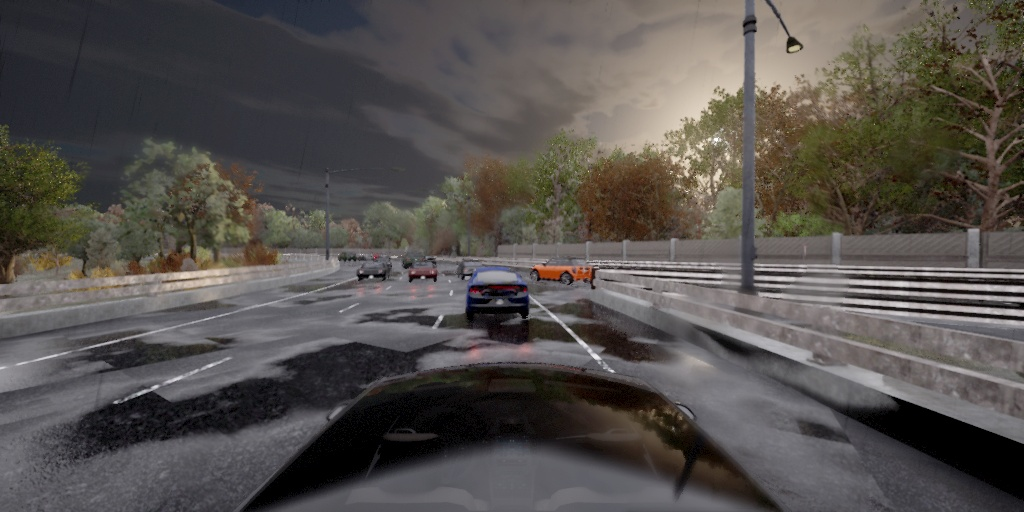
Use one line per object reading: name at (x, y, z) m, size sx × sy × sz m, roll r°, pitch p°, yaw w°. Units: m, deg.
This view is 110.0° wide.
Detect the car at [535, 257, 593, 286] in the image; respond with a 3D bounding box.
car at (3.169, 0.870, 23.361) m, size 2.097 × 1.767 × 4.553 m, roll 0°, pitch 1°, yaw -34°

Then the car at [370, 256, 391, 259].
car at (-15.500, 0.933, 42.655) m, size 1.895 × 1.301 × 4.718 m, roll 0°, pitch 1°, yaw -23°

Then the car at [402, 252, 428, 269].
car at (-11.948, 0.547, 43.242) m, size 2.150 × 2.045 × 5.566 m, roll 0°, pitch 1°, yaw -22°

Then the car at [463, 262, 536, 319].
car at (-0.607, 1.118, 12.428) m, size 1.882 × 1.535 × 5.008 m, roll 0°, pitch 0°, yaw -6°

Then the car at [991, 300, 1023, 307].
car at (15.950, 1.270, 8.931) m, size 4.718 × 1.301 × 1.895 m, roll 0°, pitch 1°, yaw 44°

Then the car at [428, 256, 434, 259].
car at (-12.633, 0.726, 52.884) m, size 1.837 × 1.490 × 4.892 m, roll 0°, pitch 0°, yaw -27°

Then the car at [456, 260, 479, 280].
car at (-3.183, 1.034, 27.483) m, size 2.033 × 1.411 × 5.357 m, roll 0°, pitch 1°, yaw -14°

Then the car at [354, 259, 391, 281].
car at (-10.157, 1.096, 26.649) m, size 1.895 × 1.301 × 4.718 m, roll 0°, pitch 1°, yaw -14°

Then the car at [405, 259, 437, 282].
car at (-6.423, 1.103, 26.050) m, size 1.895 × 1.301 × 4.718 m, roll 0°, pitch 1°, yaw -12°
